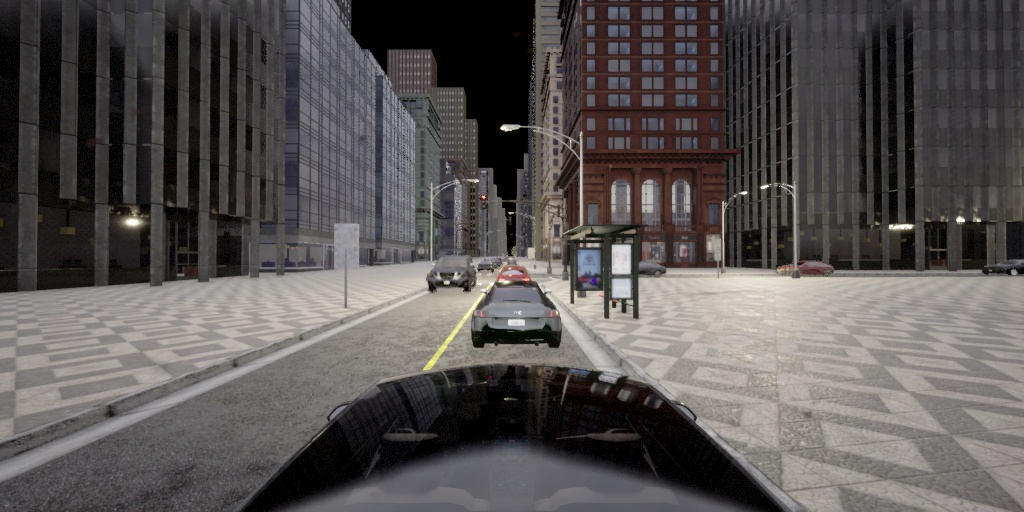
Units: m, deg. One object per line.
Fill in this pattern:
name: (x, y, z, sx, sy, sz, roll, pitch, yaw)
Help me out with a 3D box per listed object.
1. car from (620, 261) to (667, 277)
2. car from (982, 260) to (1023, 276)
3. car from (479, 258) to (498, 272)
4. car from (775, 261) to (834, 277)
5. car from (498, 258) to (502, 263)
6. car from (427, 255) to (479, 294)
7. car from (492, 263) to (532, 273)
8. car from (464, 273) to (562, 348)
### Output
car: (11.864, 1.224, 33.223, 4.674, 1.442, 1.812, 0, -1, -2)
car: (46.696, 1.064, 33.110, 5.008, 1.535, 1.882, 0, -1, 0)
car: (-3.100, 1.243, 44.190, 2.033, 1.411, 5.357, 0, 0, 0)
car: (27.084, 1.171, 33.214, 4.674, 1.442, 1.812, 0, -1, 0)
car: (-3.104, 1.162, 54.118, 2.128, 1.511, 4.902, 0, 0, 0)
car: (-3.328, 0.962, 20.660, 2.150, 2.045, 5.566, 0, 0, -1)
car: (0.114, 1.269, 19.092, 1.812, 1.442, 4.674, 0, 0, 1)
car: (0.097, 1.314, 9.257, 1.994, 1.385, 4.181, 0, 0, 0)
